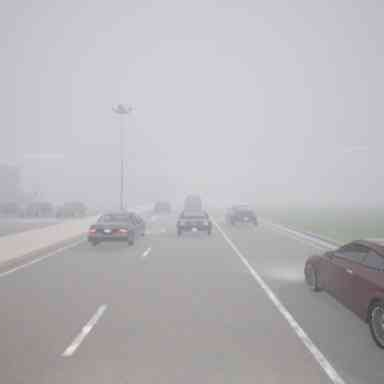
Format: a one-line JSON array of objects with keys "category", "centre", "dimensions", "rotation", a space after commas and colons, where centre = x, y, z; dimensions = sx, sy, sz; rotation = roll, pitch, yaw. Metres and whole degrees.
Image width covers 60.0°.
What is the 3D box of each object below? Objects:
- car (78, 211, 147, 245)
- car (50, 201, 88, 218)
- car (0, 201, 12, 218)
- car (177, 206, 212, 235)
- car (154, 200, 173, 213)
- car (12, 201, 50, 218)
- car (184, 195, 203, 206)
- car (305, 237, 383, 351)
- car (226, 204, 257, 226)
[{"category": "car", "centre": [-3.382, 1.626, 15.854], "dimensions": [2.033, 1.411, 5.357], "rotation": [0, 0, 0]}, {"category": "car", "centre": [-11.464, 1.671, 31.985], "dimensions": [1.837, 1.490, 4.892], "rotation": [0, -1, 0]}, {"category": "car", "centre": [-18.461, 1.704, 32.338], "dimensions": [1.837, 1.490, 4.892], "rotation": [0, 0, 0]}, {"category": "car", "centre": [0.124, 1.699, 19.604], "dimensions": [1.895, 1.301, 4.718], "rotation": [0, 0, 0]}, {"category": "car", "centre": [-3.352, 1.685, 39.155], "dimensions": [2.128, 1.511, 4.902], "rotation": [0, 0, 0]}, {"category": "car", "centre": [-14.962, 1.685, 32.266], "dimensions": [1.837, 1.490, 4.892], "rotation": [0, -1, 0]}, {"category": "car", "centre": [0.149, 1.425, 41.627], "dimensions": [2.150, 2.045, 5.566], "rotation": [0, -1, 0]}, {"category": "car", "centre": [3.614, 1.557, 6.057], "dimensions": [1.812, 1.442, 4.674], "rotation": [0, 0, 0]}, {"category": "car", "centre": [3.630, 1.649, 24.672], "dimensions": [1.812, 1.442, 4.674], "rotation": [0, 0, 0]}]
